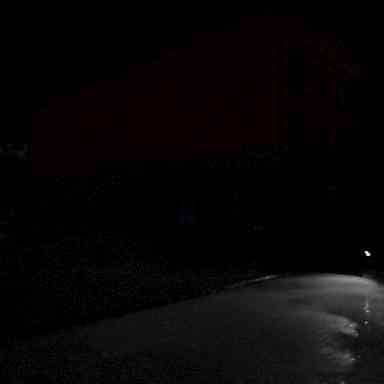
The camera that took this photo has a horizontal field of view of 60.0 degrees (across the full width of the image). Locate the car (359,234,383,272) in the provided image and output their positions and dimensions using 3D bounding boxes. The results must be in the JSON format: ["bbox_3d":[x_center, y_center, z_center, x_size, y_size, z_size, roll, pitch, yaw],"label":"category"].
[{"bbox_3d":[7.068,1.505,9.650,5.357,1.411,2.033,0,0,-35],"label":"car"}]
